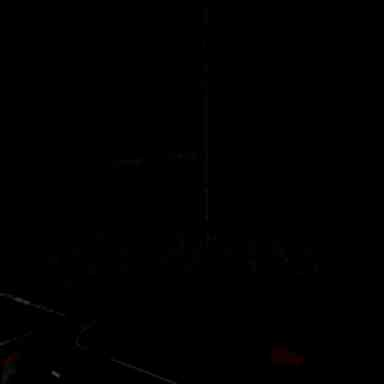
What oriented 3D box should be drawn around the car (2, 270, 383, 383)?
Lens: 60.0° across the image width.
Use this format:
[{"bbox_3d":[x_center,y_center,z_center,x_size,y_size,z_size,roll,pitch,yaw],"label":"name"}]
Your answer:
[{"bbox_3d":[0.119,1.452,2.876,4.097,1.590,1.967,-1,0,35],"label":"car"}]
